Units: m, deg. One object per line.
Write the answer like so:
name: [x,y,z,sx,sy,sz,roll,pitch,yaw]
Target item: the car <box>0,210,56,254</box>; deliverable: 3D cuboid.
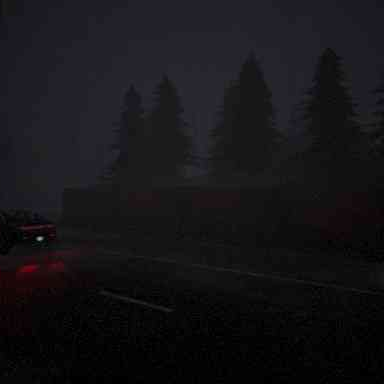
car: [-7.563,1.508,13.653,4.902,1.511,2.128,0,0,36]
